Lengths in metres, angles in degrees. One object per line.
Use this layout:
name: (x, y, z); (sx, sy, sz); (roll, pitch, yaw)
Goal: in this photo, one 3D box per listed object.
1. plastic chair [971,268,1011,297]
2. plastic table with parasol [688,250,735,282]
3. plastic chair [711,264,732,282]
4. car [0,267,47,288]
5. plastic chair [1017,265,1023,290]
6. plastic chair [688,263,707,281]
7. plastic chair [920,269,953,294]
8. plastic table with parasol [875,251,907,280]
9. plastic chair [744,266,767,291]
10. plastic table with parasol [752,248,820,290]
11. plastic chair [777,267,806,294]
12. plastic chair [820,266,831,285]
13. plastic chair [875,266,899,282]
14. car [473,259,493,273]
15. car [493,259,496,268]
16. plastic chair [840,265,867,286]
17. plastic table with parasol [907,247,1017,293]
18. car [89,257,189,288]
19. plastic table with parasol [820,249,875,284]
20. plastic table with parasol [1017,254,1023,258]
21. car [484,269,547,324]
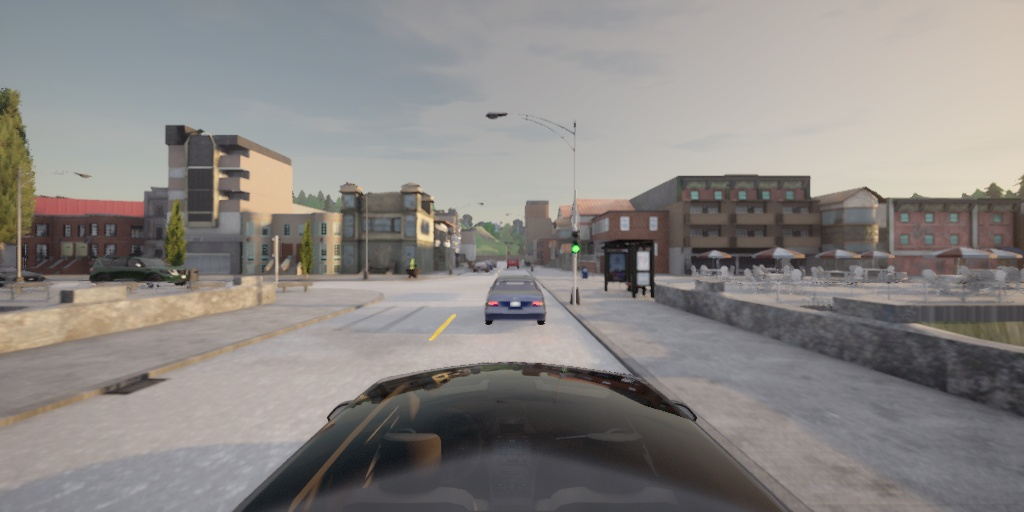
plastic chair: (23.718, 1.349, 17.760); (0.750, 1.272, 0.730); (0, 0, 0)
plastic table with parasol: (15.955, 0.788, 28.352); (2.482, 2.480, 2.482); (0, 0, 0)
plastic chair: (15.833, 1.387, 27.072); (0.750, 1.272, 0.730); (0, 0, 0)
car: (-34.301, 1.402, 24.095); (4.181, 1.385, 1.994); (0, 0, 0)
plastic chair: (30.524, 1.366, 21.650); (0.750, 1.272, 0.730); (0, 0, 0)
plastic chair: (14.735, 1.392, 28.474); (0.730, 1.272, 0.750); (0, 0, 0)
plastic chair: (22.621, 1.355, 19.162); (0.730, 1.272, 0.750); (0, 0, 0)
plastic table with parasol: (30.267, 0.797, 30.020); (2.482, 2.480, 2.482); (0, 0, 0)
plastic chair: (13.923, 1.360, 20.675); (0.730, 1.272, 0.750); (0, 0, 0)
plastic table with parasol: (15.193, 0.756, 20.533); (2.482, 2.480, 2.482); (0, 0, 0)
plastic chair: (15.021, 1.354, 19.274); (0.750, 1.272, 0.730); (0, 0, 0)
plastic chair: (21.730, 1.380, 25.363); (0.730, 1.272, 0.750); (0, 0, 0)
plastic chair: (29.935, 1.395, 28.651); (0.750, 1.272, 0.730); (0, 0, 0)
car: (-4.034, 1.467, 47.769); (1.812, 1.442, 4.674); (0, 0, 2)
car: (-4.000, 1.457, 57.008); (1.882, 1.535, 5.008); (0, 0, 0)
plastic chair: (22.828, 1.375, 23.962); (0.750, 1.272, 0.730); (0, 0, 0)
plastic table with parasol: (23.821, 0.751, 19.110); (2.482, 2.480, 2.482); (0, 0, 0)
car: (-24.777, 1.061, 24.082); (5.566, 2.045, 2.150); (0, 0, 0)
plastic table with parasol: (22.930, 0.776, 25.312); (2.482, 2.480, 2.482); (0, 0, 0)
plastic table with parasol: (30.536, 0.767, 22.930); (2.482, 2.480, 2.482); (0, 0, 0)
car: (0.094, 1.341, 12.095); (2.033, 1.411, 5.357); (0, 0, 0)
